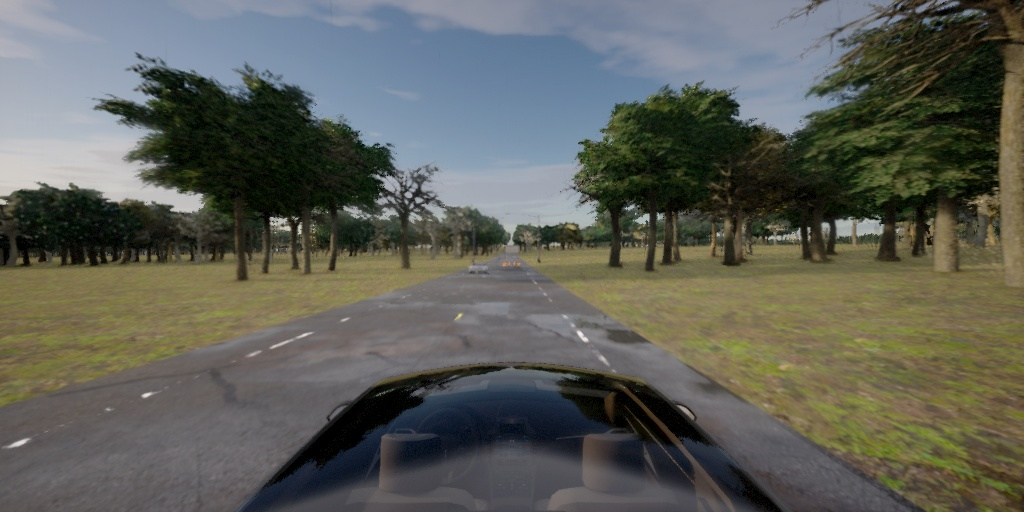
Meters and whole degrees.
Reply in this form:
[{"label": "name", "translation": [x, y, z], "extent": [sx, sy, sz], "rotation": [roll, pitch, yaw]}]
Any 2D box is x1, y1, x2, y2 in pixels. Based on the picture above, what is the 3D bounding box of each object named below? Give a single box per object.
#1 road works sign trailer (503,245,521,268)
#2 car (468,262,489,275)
[{"label": "road works sign trailer", "translation": [0.003, 0.055, 55.450], "extent": [2.380, 3.560, 2.880], "rotation": [0, 0, 0]}, {"label": "car", "translation": [-3.564, 1.310, 38.766], "extent": [1.895, 1.301, 4.718], "rotation": [0, 0, 0]}]
